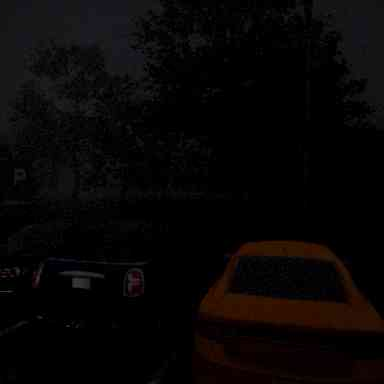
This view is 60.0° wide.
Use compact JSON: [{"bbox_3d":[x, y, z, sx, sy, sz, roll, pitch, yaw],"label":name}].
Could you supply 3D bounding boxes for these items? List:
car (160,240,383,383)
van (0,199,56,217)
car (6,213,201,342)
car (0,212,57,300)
[{"bbox_3d":[1.408,1.479,5.093,2.097,1.535,5.008,0,-1,15],"label":"car"},{"bbox_3d":[-5.865,1.221,10.324,1.878,1.987,4.442,0,-1,14],"label":"van"},{"bbox_3d":[-1.029,1.341,6.781,2.185,1.767,4.553,0,-1,15],"label":"car"},{"bbox_3d":[-3.442,1.456,8.518,2.097,1.535,5.008,1,0,15],"label":"car"}]
